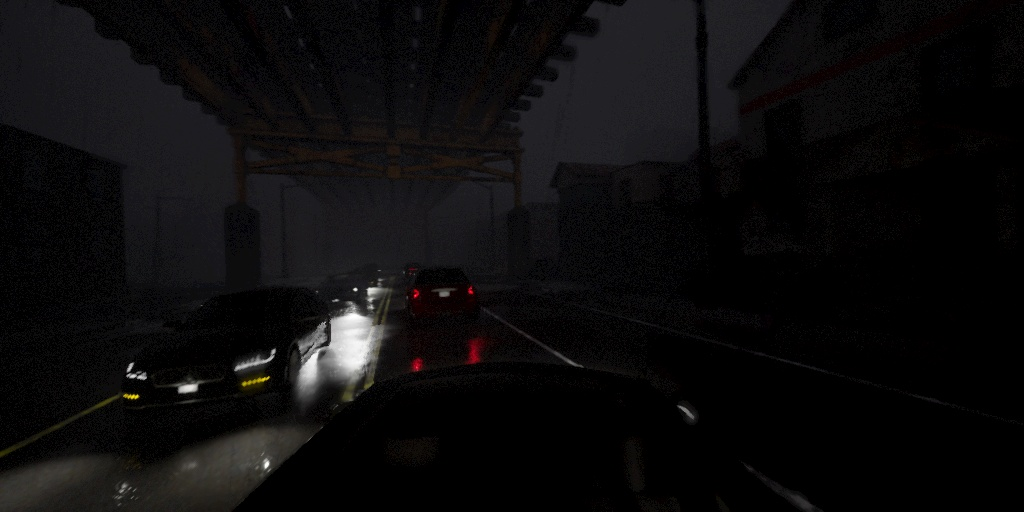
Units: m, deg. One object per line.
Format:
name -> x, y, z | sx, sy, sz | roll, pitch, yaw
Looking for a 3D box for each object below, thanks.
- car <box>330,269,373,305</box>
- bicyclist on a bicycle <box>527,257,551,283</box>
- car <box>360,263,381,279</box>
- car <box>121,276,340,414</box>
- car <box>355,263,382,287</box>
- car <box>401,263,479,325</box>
car -> -7.795, 1.498, 16.641 | 1.895, 1.301, 4.718 | -2, 0, -17
bicyclist on a bicycle -> 1.734, 0.892, 22.886 | 1.656, 1.620, 0.582 | -2, 0, -17
car -> -14.547, 1.492, 36.972 | 1.837, 1.490, 4.892 | -2, 0, -22
car -> -4.667, 1.363, 6.670 | 1.837, 1.490, 4.892 | -2, 0, -18
car -> -10.742, 1.497, 25.936 | 1.994, 1.385, 4.181 | -2, 0, -17
car -> -2.573, 1.121, 12.322 | 2.097, 1.767, 4.553 | -2, 0, -17
